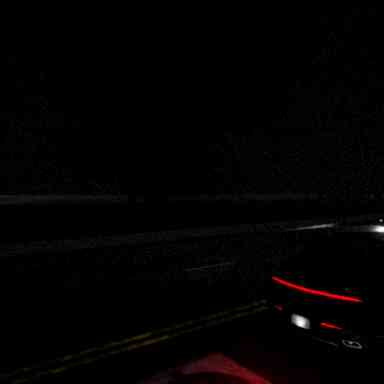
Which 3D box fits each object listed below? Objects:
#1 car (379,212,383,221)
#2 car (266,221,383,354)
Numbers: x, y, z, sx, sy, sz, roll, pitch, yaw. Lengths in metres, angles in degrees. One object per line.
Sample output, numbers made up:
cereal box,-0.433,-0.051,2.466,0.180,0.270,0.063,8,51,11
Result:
car,14.031,1.482,21.677,4.181,1.385,1.994,0,0,-35
car,3.430,1.483,5.888,4.892,1.490,1.837,0,0,-36
